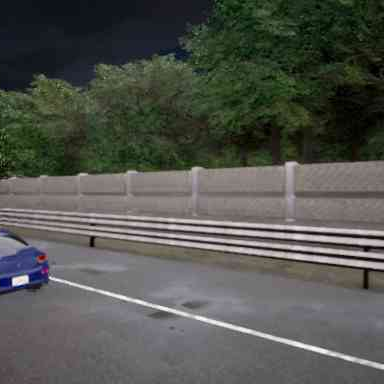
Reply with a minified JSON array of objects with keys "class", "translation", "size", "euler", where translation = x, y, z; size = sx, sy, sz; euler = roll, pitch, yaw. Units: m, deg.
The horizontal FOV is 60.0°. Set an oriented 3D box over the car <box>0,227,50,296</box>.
[{"class":"car","translation":[-5.147,1.530,7.719],"size":[4.674,1.442,1.812],"euler":[0,0,36]}]
